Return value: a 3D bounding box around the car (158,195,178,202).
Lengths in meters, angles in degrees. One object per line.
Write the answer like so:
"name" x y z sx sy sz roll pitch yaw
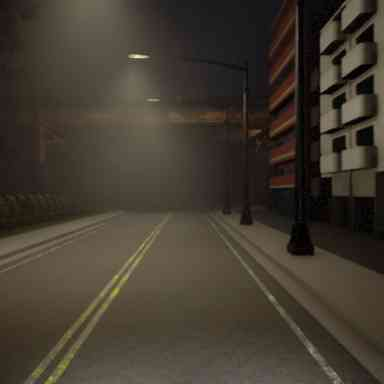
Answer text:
"car" -4.556 1.260 63.360 1.853 1.218 4.536 0 0 24

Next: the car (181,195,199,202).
"car" -0.432 1.247 63.116 1.853 1.218 4.536 0 0 -21

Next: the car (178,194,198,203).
"car" -0.412 1.405 63.068 2.038 1.542 4.974 0 0 -21

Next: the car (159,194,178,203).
"car" -4.576 1.418 63.313 2.038 1.542 4.974 0 0 24

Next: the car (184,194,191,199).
"car" -1.181 1.228 89.707 1.853 1.218 4.536 0 0 -1

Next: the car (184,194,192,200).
"car" -1.180 1.386 89.656 2.038 1.542 4.974 0 0 -1
